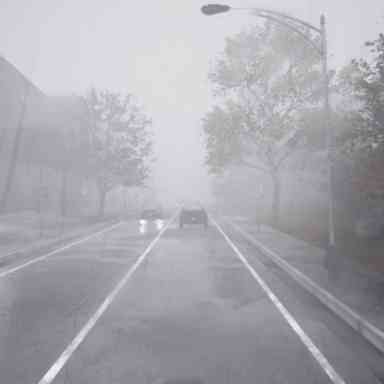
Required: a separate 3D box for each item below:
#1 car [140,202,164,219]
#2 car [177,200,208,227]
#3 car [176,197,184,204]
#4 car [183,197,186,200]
[{"bbox_3d":[-3.585,1.653,30.442,1.812,1.442,4.674,0,0,0],"label":"car"},{"bbox_3d":[0.102,1.577,23.831,1.882,1.535,5.008,0,0,0],"label":"car"},{"bbox_3d":[-2.316,1.779,72.472,1.882,1.535,5.008,-1,0,6],"label":"car"},{"bbox_3d":[0.104,1.699,41.842,1.812,1.442,4.674,0,0,0],"label":"car"}]
